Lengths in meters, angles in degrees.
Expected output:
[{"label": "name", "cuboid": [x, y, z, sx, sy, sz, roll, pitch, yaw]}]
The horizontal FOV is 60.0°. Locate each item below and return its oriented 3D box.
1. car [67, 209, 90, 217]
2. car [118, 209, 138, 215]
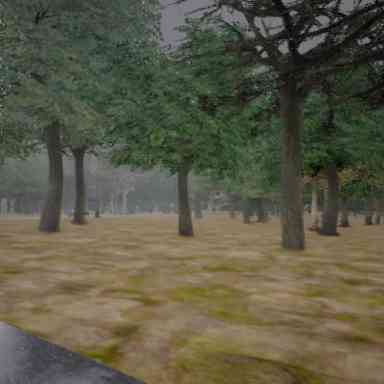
[{"label": "car", "cuboid": [-21.216, 3.919, 62.226, 1.812, 1.442, 4.674, -1, -3, 26]}, {"label": "car", "cuboid": [-14.514, 4.583, 75.655, 2.033, 1.411, 5.357, -1, -4, 26]}]
